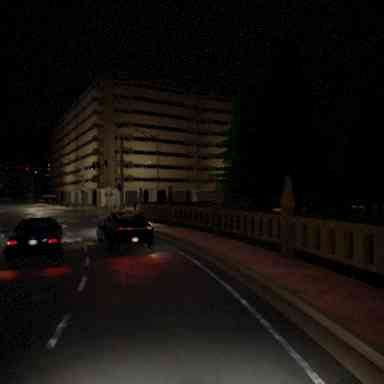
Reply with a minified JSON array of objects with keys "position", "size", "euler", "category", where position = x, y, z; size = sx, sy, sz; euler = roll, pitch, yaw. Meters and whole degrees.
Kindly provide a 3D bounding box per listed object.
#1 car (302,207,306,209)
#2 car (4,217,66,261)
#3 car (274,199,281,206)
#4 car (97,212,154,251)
[{"position":[18.536,2.036,54.847],"size":[5.008,1.535,1.882],"euler":[0,-1,-31],"category":"car"},{"position":[-6.040,1.698,13.063],"size":[2.033,1.411,5.357],"euler":[0,-1,-21],"category":"car"},{"position":[16.485,1.810,57.704],"size":[5.566,2.045,2.150],"euler":[0,-1,-31],"category":"car"},{"position":[-3.141,1.655,15.095],"size":[2.128,1.511,4.902],"euler":[0,0,-23],"category":"car"}]
